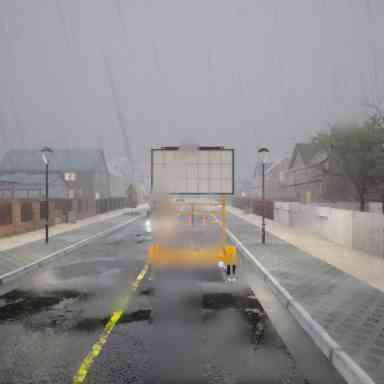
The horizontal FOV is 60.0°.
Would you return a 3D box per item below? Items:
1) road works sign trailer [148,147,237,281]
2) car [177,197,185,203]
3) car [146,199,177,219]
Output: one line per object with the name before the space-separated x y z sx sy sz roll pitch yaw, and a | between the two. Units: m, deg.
road works sign trailer | 0.019 0.471 9.835 2.380 3.560 2.880 0 0 0
car | -2.711 1.816 77.816 1.994 1.385 4.181 0 0 0
car | -2.734 1.395 29.338 2.097 1.767 4.553 0 0 0
